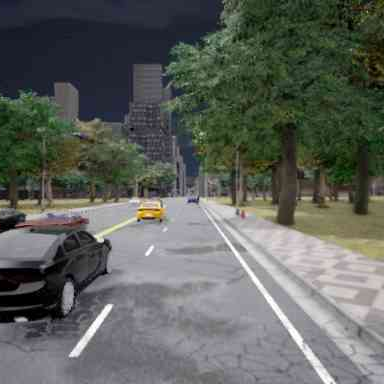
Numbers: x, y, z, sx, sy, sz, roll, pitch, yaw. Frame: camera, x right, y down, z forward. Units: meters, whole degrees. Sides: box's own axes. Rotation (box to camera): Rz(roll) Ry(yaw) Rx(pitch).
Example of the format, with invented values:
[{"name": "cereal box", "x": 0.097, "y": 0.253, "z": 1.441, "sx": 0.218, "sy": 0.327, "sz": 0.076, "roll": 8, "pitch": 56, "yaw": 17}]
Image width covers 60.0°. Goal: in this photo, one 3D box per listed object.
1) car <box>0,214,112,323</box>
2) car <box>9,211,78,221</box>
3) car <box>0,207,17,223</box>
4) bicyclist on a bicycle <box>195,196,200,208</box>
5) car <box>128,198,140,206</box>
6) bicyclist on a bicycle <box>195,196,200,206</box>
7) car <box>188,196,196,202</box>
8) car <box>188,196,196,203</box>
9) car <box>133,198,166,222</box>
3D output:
[{"name": "car", "x": -3.147, "y": 1.482, "z": 7.373, "sx": 1.882, "sy": 1.535, "sz": 5.008, "roll": 0, "pitch": 0, "yaw": 0}, {"name": "car", "x": -6.596, "y": 1.614, "z": 16.225, "sx": 1.895, "sy": 1.301, "sz": 4.718, "roll": 0, "pitch": 0, "yaw": 0}, {"name": "car", "x": -9.844, "y": 1.504, "z": 16.056, "sx": 2.128, "sy": 1.511, "sz": 4.902, "roll": 0, "pitch": 0, "yaw": 0}, {"name": "bicyclist on a bicycle", "x": 0.908, "y": 1.493, "z": 49.901, "sx": 0.659, "sy": 1.776, "sz": 1.843, "roll": 0, "pitch": 0, "yaw": 0}, {"name": "car", "x": -9.773, "y": 1.691, "z": 57.590, "sx": 1.812, "sy": 1.442, "sz": 4.674, "roll": 0, "pitch": 0, "yaw": 1}, {"name": "bicyclist on a bicycle", "x": 0.910, "y": 1.610, "z": 59.247, "sx": 0.866, "sy": 1.612, "sz": 1.509, "roll": 0, "pitch": 0, "yaw": 0}, {"name": "car", "x": 0.025, "y": 1.789, "z": 86.052, "sx": 1.994, "sy": 1.385, "sz": 4.181, "roll": 0, "pitch": 0, "yaw": 0}, {"name": "car", "x": 0.022, "y": 1.740, "z": 74.521, "sx": 1.882, "sy": 1.535, "sz": 5.008, "roll": 0, "pitch": 0, "yaw": 0}, {"name": "car", "x": -3.143, "y": 1.509, "z": 26.516, "sx": 1.882, "sy": 1.535, "sz": 5.008, "roll": 0, "pitch": 0, "yaw": 0}]
